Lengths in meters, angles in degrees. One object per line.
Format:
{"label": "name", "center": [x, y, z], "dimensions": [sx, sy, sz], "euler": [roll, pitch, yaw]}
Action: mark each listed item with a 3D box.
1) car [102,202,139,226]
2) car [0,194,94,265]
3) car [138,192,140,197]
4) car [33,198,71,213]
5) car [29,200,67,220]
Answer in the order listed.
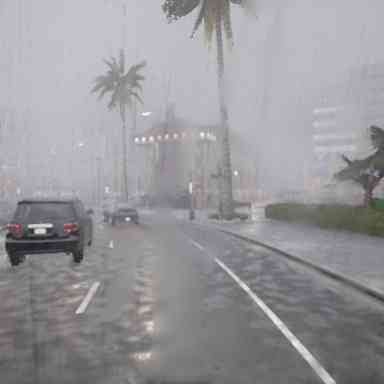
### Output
{"label": "car", "center": [-5.127, 1.492, 23.542], "dimensions": [1.837, 1.490, 4.892], "euler": [0, 0, -24]}
{"label": "car", "center": [-4.896, 1.228, 12.120], "dimensions": [2.150, 2.045, 5.566], "euler": [0, 0, -12]}
{"label": "car", "center": [-11.045, 1.349, 71.605], "dimensions": [4.674, 1.452, 2.002], "euler": [0, 0, 24]}
{"label": "car", "center": [-16.180, 1.526, 38.330], "dimensions": [4.902, 1.511, 2.128], "euler": [0, 0, 43]}
{"label": "car", "center": [-12.998, 1.521, 29.844], "dimensions": [2.128, 1.511, 4.902], "euler": [0, 0, -36]}
